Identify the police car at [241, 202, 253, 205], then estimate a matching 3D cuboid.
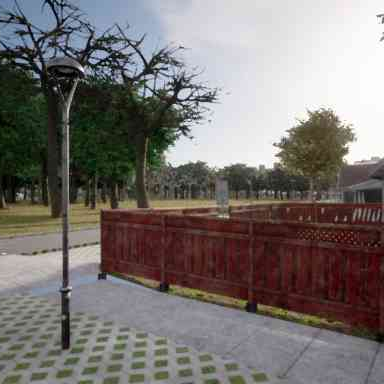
[{"bbox_3d":[6.588,2.043,40.628,2.038,1.542,4.974,-2,-2,34],"label":"police car"}]
